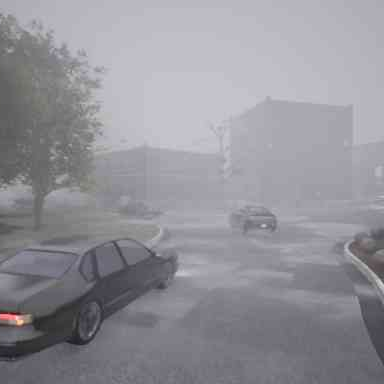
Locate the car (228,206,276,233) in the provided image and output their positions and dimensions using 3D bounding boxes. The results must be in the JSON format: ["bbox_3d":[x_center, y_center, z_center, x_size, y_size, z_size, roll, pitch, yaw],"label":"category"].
[{"bbox_3d":[3.521,1.572,20.124,2.128,1.511,4.902,1,0,-7],"label":"car"}]

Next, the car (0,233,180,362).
[{"bbox_3d":[-1.926,1.525,6.411,2.033,1.411,5.357,1,0,18],"label":"car"}]

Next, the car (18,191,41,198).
[{"bbox_3d":[-40.505,0.594,82.849,4.892,1.521,2.231,1,1,-29],"label":"car"}]

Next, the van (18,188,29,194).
[{"bbox_3d":[-35.222,0.579,73.203,4.442,1.987,1.878,1,1,-29],"label":"van"}]

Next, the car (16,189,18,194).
[{"bbox_3d":[-39.215,0.646,80.529,5.008,1.535,2.097,1,1,-29],"label":"car"}]

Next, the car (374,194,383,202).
[{"bbox_3d":[26.961,0.576,44.530,5.366,1.575,1.946,-3,1,-18],"label":"car"}]

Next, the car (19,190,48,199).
[{"bbox_3d":[-31.063,0.959,65.975,4.792,1.488,2.163,1,0,-29],"label":"car"}]

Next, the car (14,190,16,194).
[{"bbox_3d":[-41.840,0.287,85.279,5.566,2.045,2.435,1,1,-29],"label":"car"}]

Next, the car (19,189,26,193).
[{"bbox_3d":[-33.670,0.727,70.742,4.553,1.767,2.185,1,0,-29],"label":"car"}]

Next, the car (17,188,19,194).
[{"bbox_3d":[-37.758,0.578,78.015,4.553,1.767,2.185,1,1,-29],"label":"car"}]

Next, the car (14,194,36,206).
[{"bbox_3d":[-23.515,1.273,46.723,1.895,1.301,4.718,1,0,-40],"label":"car"}]

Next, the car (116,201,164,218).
[{"bbox_3d":[-4.795,1.505,30.256,2.033,1.411,5.357,1,0,-44],"label":"car"}]
